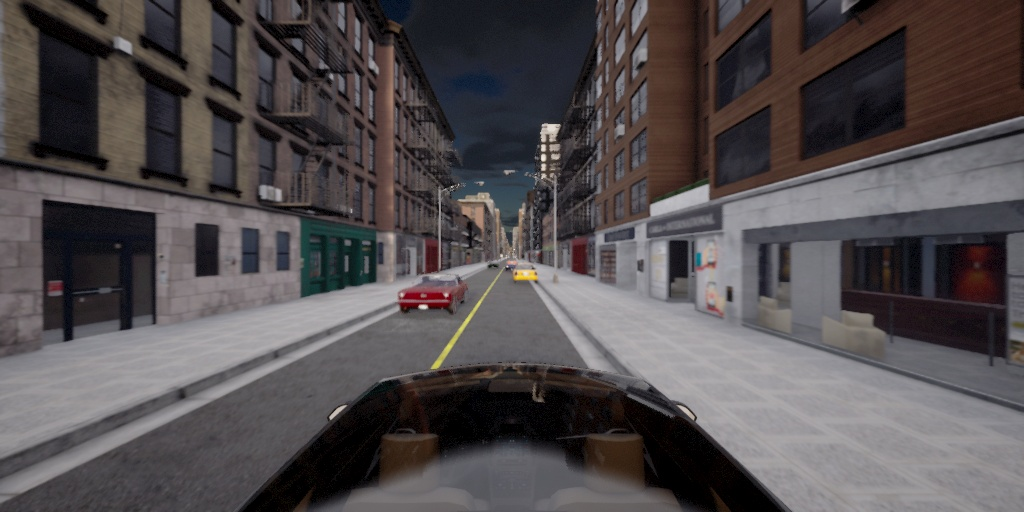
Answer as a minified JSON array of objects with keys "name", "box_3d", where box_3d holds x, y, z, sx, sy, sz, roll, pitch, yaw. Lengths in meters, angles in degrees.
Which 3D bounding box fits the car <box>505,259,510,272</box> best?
[{"name":"car","box_3d":[0.015,1.364,47.612,1.895,1.301,4.718,0,0,0]}]

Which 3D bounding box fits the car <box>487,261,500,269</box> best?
[{"name":"car","box_3d":[-2.815,1.374,55.307,1.895,1.301,4.718,0,0,1]}]

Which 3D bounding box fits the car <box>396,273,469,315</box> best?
[{"name":"car","box_3d":[-2.853,1.347,13.782,1.895,1.301,4.718,0,0,0]}]

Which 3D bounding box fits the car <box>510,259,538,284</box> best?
[{"name":"car","box_3d":[0.957,1.204,26.974,1.801,1.575,5.366,0,0,0]}]
